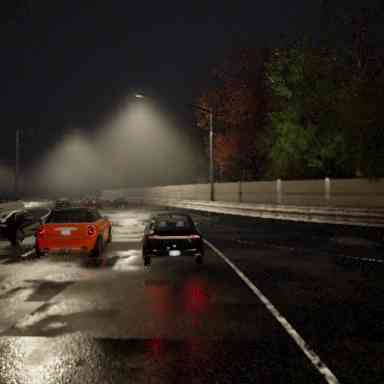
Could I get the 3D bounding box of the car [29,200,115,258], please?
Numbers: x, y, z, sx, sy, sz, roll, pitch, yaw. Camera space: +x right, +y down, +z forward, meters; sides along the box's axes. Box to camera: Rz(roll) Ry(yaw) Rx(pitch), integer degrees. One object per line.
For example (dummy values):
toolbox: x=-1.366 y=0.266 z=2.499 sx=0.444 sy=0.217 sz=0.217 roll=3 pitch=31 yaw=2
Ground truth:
car: x=-4.464 y=1.370 z=13.165 sx=2.097 sy=1.767 sz=4.553 roll=0 pitch=0 yaw=-7

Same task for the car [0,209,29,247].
car: x=-8.278 y=1.524 z=15.105 sx=2.128 sy=1.511 sz=4.902 roll=0 pitch=0 yaw=-8

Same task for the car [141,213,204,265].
car: x=-0.735 y=1.495 z=11.709 sx=2.128 sy=1.511 sz=4.902 roll=0 pitch=0 yaw=-6

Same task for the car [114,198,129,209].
car: x=-9.835 y=1.545 z=45.055 sx=1.837 sy=1.490 sz=4.892 roll=0 pitch=0 yaw=-23

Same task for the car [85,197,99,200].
car: x=-13.427 y=1.405 z=44.508 sx=2.097 sy=1.767 sz=4.553 roll=0 pitch=0 yaw=-24

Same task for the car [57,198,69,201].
car: x=-17.474 y=1.560 z=44.956 sx=2.128 sy=1.511 sz=4.902 roll=0 pitch=0 yaw=-25
